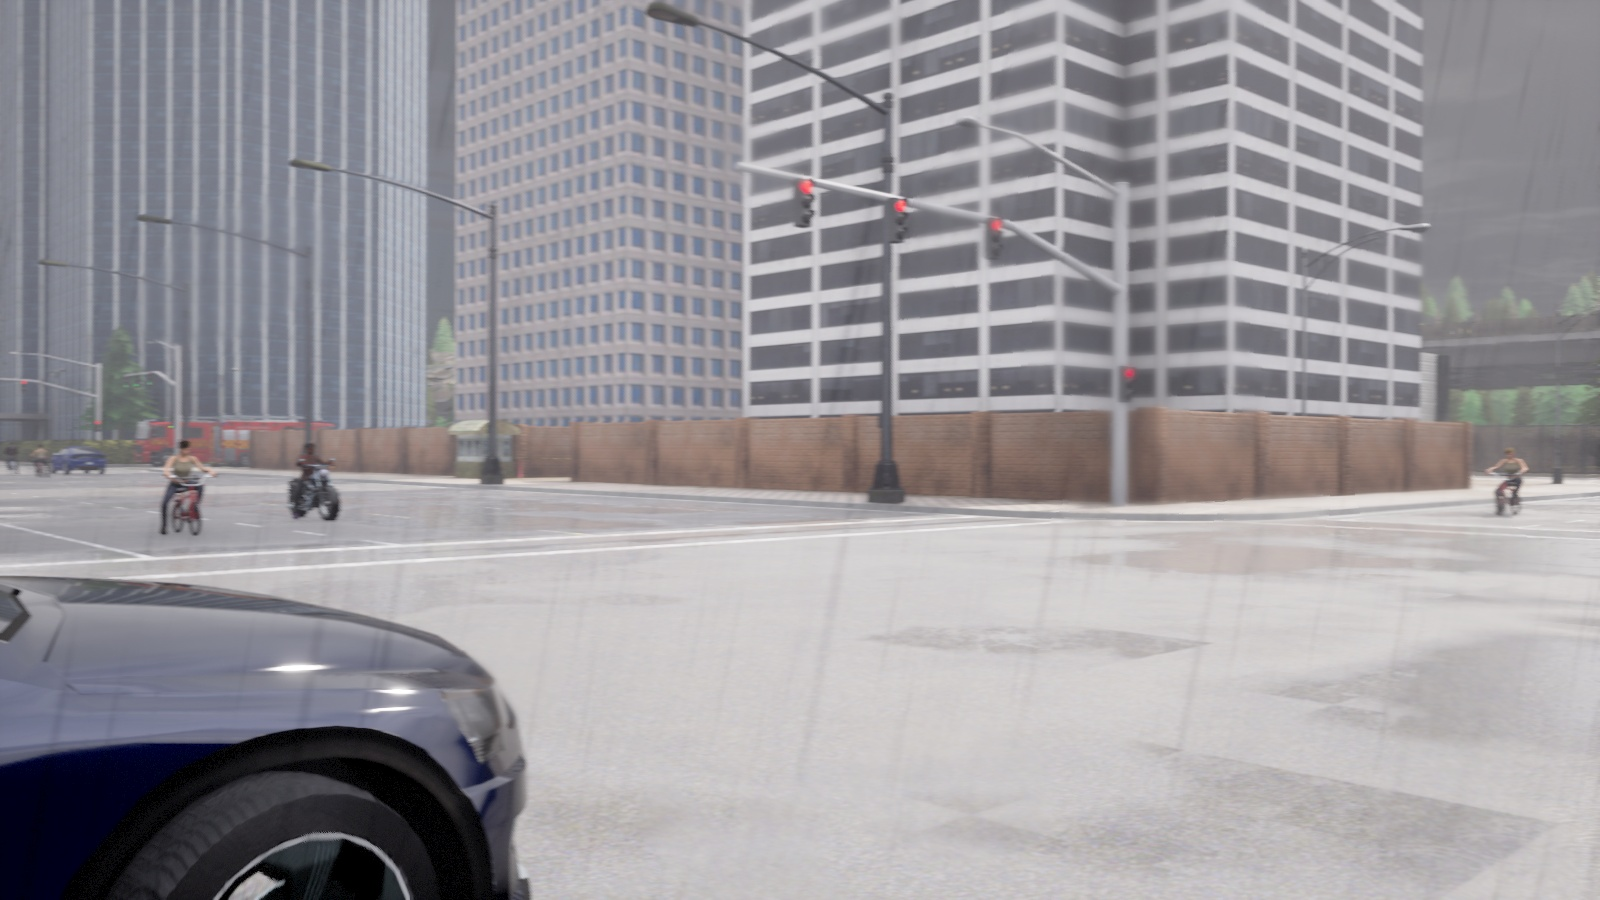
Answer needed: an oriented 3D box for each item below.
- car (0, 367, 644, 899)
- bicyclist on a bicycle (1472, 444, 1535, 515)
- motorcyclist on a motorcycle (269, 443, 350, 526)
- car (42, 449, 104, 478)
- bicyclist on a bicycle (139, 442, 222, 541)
[{"bbox_3d":[-2.817,0.673,2.247,2.033,1.649,4.856,0,0,43],"label":"car"},{"bbox_3d":[16.576,0.672,29.585,1.509,1.612,0.866,0,0,-43],"label":"bicyclist on a bicycle"},{"bbox_3d":[-10.241,0.690,26.153,0.766,1.649,2.350,0,0,-43],"label":"motorcyclist on a motorcycle"},{"bbox_3d":[-39.644,0.713,68.453,1.882,1.535,5.008,0,0,-43],"label":"car"},{"bbox_3d":[-10.514,0.677,21.287,0.866,1.612,1.509,0,0,-42],"label":"bicyclist on a bicycle"}]
